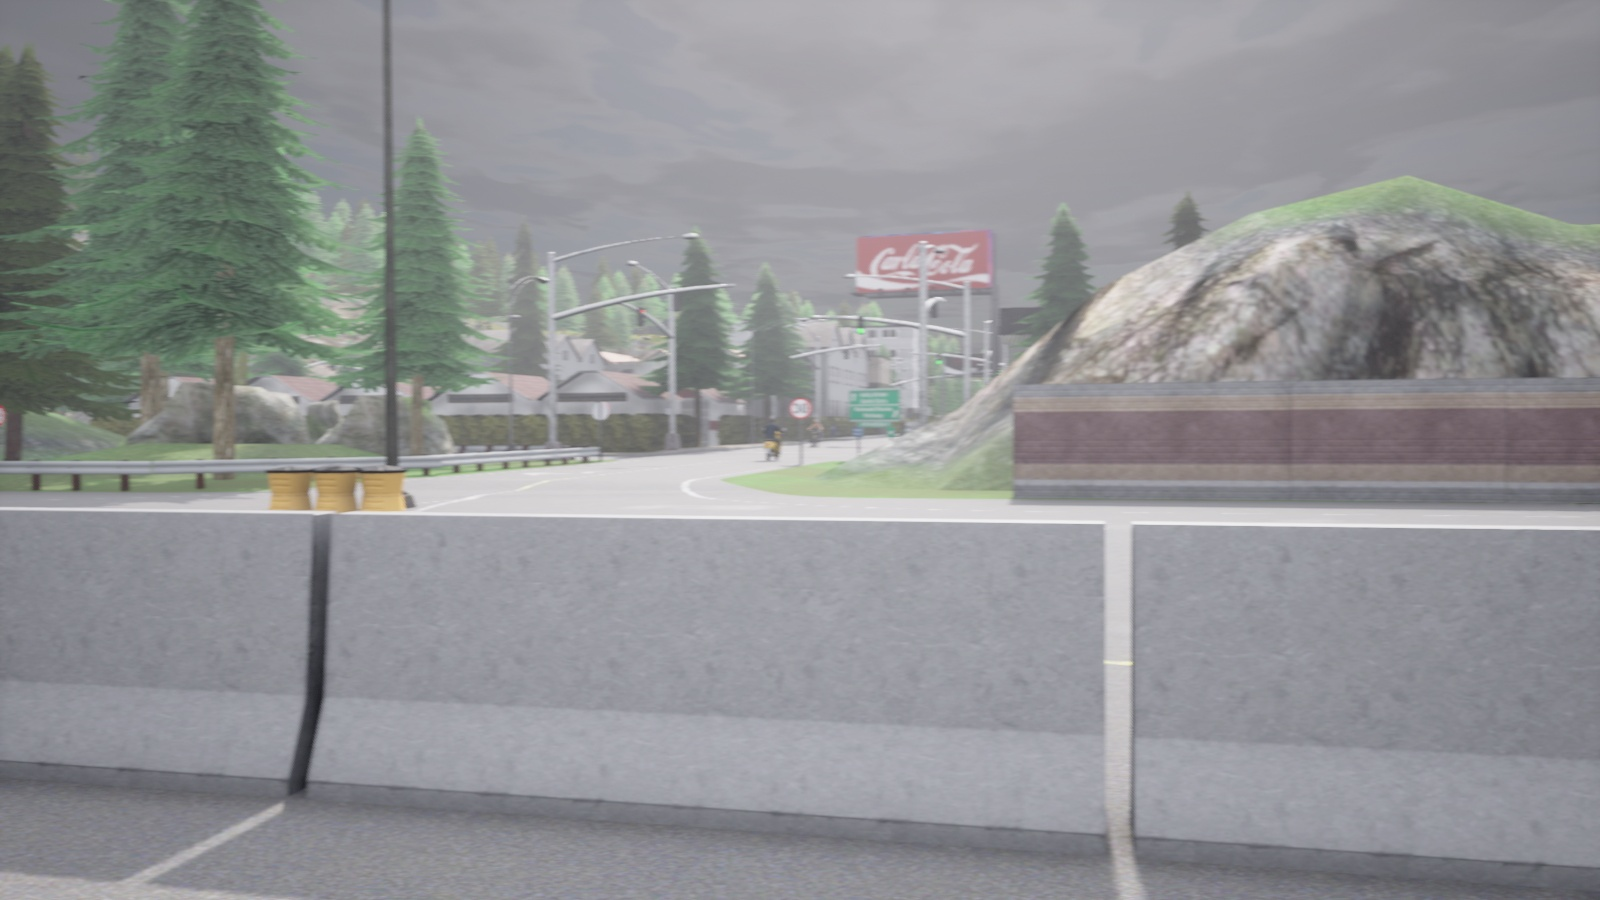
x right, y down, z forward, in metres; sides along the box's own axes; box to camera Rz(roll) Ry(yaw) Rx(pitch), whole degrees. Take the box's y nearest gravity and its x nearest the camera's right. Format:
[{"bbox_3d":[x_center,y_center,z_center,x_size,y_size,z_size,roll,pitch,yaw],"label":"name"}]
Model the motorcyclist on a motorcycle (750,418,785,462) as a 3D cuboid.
[{"bbox_3d":[-1.189,-0.381,46.494,0.866,1.590,1.817,0,0,12],"label":"motorcyclist on a motorcycle"}]
